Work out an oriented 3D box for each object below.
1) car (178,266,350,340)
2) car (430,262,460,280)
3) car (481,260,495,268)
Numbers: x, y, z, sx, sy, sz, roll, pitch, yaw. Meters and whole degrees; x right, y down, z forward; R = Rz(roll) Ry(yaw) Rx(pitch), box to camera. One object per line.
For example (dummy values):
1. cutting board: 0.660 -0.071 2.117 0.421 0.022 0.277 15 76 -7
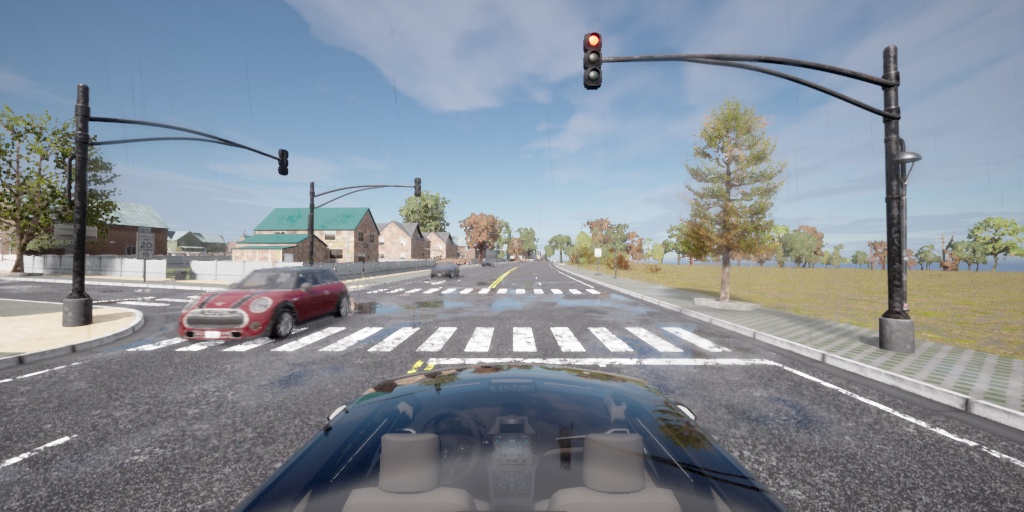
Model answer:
1. car: -6.430 1.105 9.970 2.097 1.767 4.553 0 0 1
2. car: -5.901 1.278 32.076 1.882 1.535 5.008 0 0 2
3. car: -4.241 1.421 63.502 1.895 1.301 4.718 0 0 4
